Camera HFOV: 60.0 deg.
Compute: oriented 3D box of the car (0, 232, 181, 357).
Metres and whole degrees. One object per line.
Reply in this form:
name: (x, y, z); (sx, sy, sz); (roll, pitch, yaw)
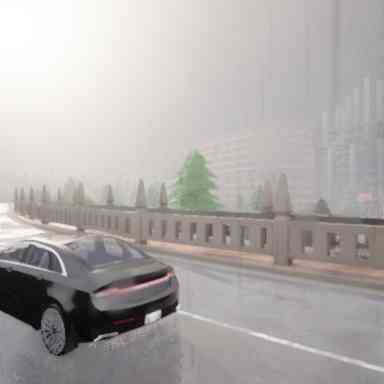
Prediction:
car: (-2.416, 1.508, 6.124); (4.902, 1.511, 2.128); (0, 0, 39)
